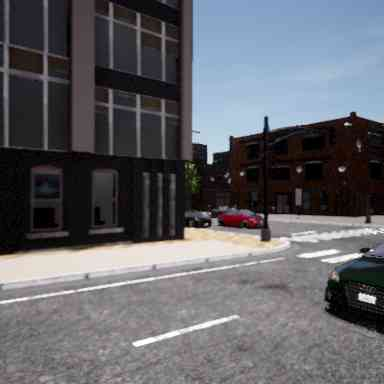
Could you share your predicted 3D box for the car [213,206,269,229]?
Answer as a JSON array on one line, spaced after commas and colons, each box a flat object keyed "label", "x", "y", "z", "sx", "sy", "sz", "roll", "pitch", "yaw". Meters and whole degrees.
[{"label": "car", "x": 3.958, "y": 2.094, "z": 26.210, "sx": 1.994, "sy": 1.385, "sz": 4.181, "roll": 0, "pitch": -1, "yaw": -37}]

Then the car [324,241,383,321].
[{"label": "car", "x": 4.624, "y": 1.670, "z": 6.859, "sx": 4.181, "sy": 1.385, "sz": 1.994, "roll": 1, "pitch": -1, "yaw": -35}]

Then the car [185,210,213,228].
[{"label": "car", "x": -0.197, "y": 2.139, "z": 27.222, "sx": 1.947, "sy": 1.339, "sz": 4.313, "roll": -1, "pitch": 0, "yaw": -37}]

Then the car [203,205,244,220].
[{"label": "car", "x": 3.425, "y": 2.237, "z": 36.816, "sx": 2.008, "sy": 1.369, "sz": 4.403, "roll": -1, "pitch": 0, "yaw": -37}]
